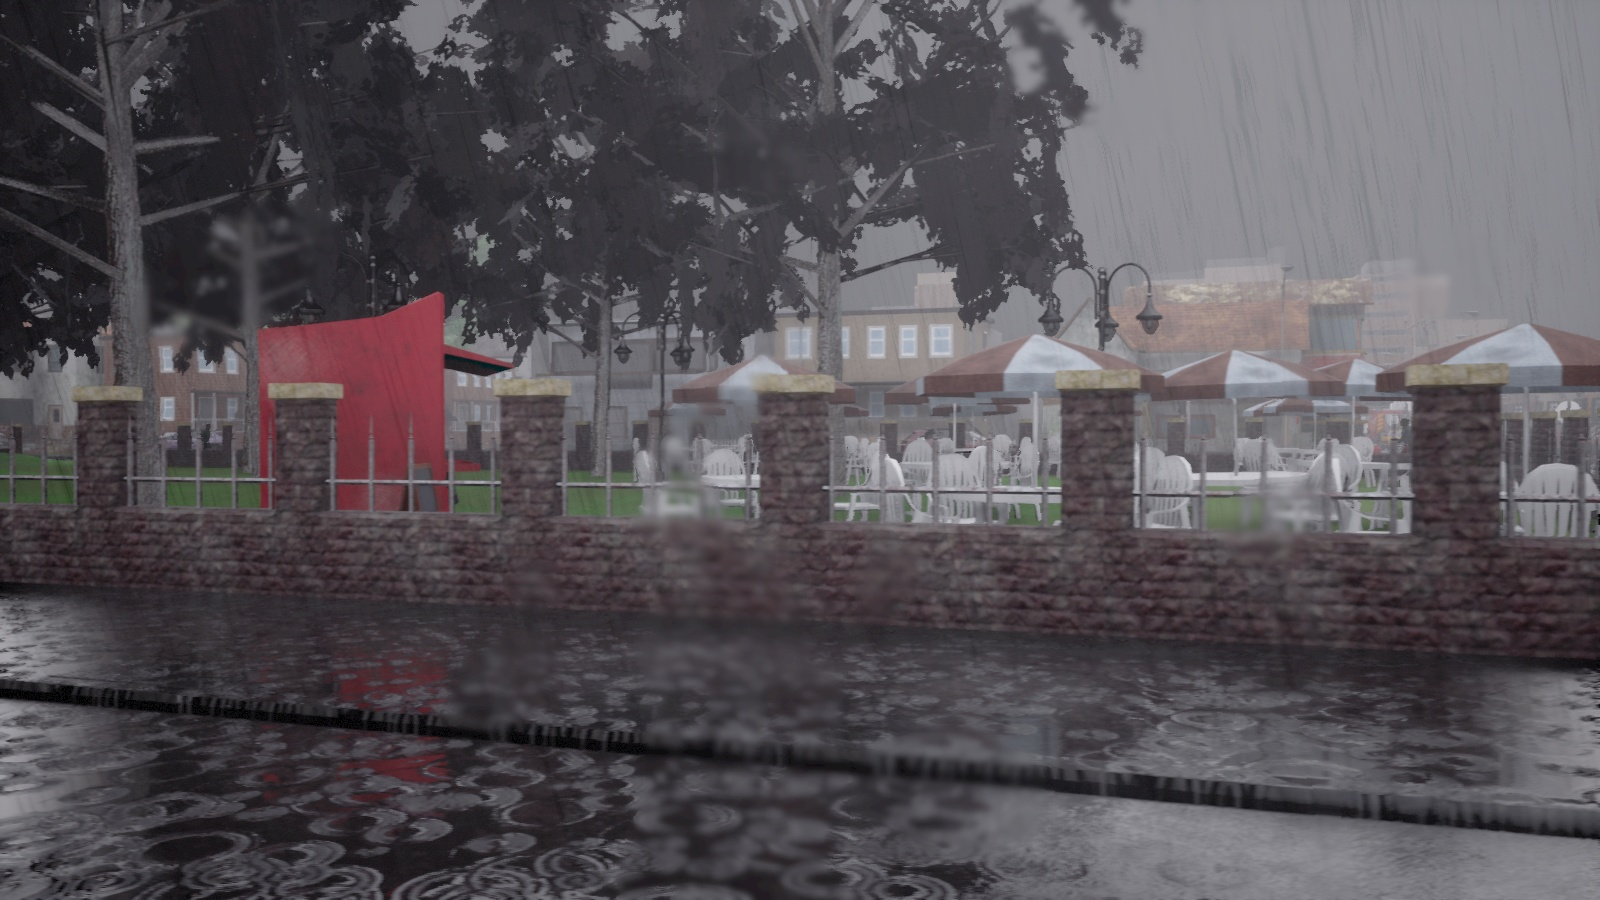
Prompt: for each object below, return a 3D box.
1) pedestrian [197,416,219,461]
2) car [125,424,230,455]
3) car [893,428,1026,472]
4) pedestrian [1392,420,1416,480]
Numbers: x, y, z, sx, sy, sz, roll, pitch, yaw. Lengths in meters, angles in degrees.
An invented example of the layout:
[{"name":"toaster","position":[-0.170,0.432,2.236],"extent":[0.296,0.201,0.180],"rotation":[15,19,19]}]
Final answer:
[{"name":"pedestrian","position":[-25.702,-0.510,54.498],"extent":[0.788,1.949,0.423],"rotation":[1,1,19]},{"name":"car","position":[-34.522,-0.591,69.727],"extent":[2.033,1.649,4.856],"rotation":[2,2,43]},{"name":"car","position":[6.279,-0.029,49.344],"extent":[4.856,1.649,2.033],"rotation":[1,1,19]},{"name":"pedestrian","position":[18.837,-0.012,39.170],"extent":[0.614,1.847,0.353],"rotation":[1,1,21]}]
